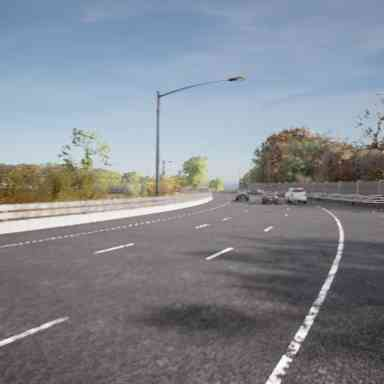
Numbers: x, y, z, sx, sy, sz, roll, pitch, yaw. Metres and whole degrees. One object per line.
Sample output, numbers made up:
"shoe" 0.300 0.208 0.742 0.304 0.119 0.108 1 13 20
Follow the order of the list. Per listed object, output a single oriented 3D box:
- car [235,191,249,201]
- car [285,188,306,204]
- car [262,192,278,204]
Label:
"car" 7.820 0.590 51.715 1.812 1.442 4.674 1 1 6
"car" 14.160 0.489 45.635 2.150 2.045 5.566 1 1 8
"car" 10.184 0.750 43.556 2.128 1.511 4.902 1 1 10
